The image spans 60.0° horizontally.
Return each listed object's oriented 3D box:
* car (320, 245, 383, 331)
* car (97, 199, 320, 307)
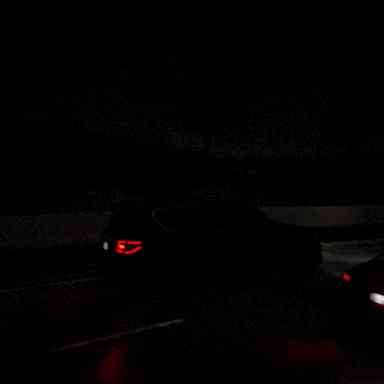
[{"bbox_3d":[4.568,1.540,5.756,4.181,1.385,1.994,0,0,-26],"label":"car"},{"bbox_3d":[0.590,1.184,8.049,5.566,2.045,2.150,0,0,-29],"label":"car"}]
